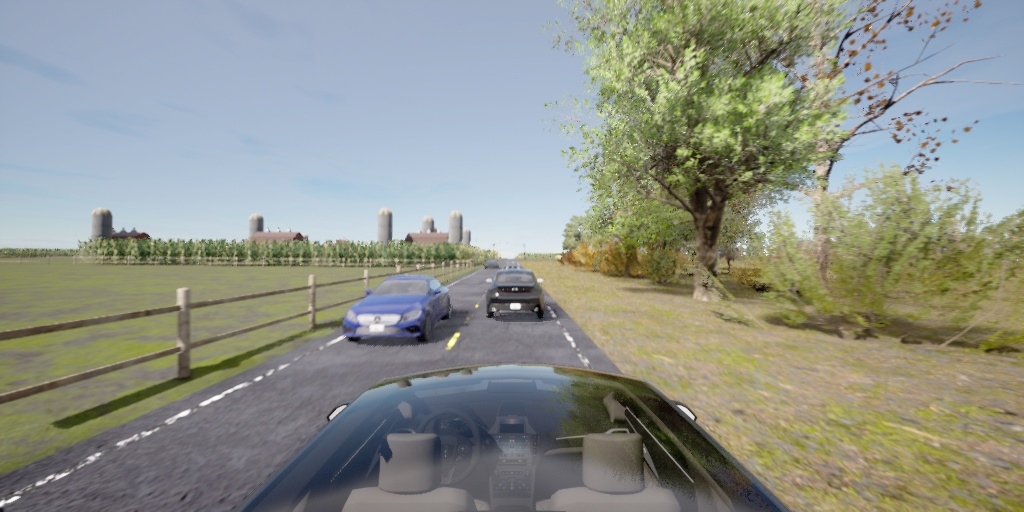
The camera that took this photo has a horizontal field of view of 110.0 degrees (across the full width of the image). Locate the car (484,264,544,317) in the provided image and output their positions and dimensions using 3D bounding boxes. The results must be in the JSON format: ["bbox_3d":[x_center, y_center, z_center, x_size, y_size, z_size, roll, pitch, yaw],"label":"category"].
[{"bbox_3d":[0.101,1.225,12.966,1.837,1.490,4.892,0,0,0],"label":"car"}]

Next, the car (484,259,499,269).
[{"bbox_3d":[-2.815,1.185,50.743,1.994,1.385,4.181,0,0,0],"label":"car"}]

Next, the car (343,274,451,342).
[{"bbox_3d":[-2.837,1.255,9.854,1.812,1.442,4.674,0,0,0],"label":"car"}]

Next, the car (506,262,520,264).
[{"bbox_3d":[0.105,1.252,38.939,1.895,1.301,4.718,0,0,0],"label":"car"}]
